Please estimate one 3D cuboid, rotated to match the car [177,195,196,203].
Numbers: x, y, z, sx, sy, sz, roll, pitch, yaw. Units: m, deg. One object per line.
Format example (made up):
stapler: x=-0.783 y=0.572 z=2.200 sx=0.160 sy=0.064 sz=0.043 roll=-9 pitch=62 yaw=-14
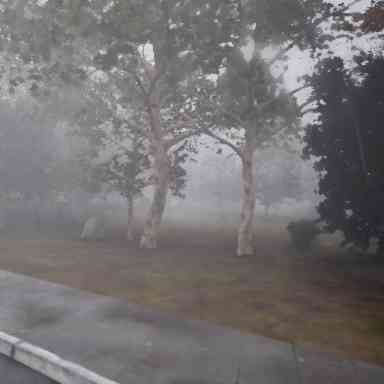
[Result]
car: x=-1.599 y=2.016 z=93.453 sx=2.435 sy=2.045 sz=5.566 roll=5 pitch=1 yaw=42
